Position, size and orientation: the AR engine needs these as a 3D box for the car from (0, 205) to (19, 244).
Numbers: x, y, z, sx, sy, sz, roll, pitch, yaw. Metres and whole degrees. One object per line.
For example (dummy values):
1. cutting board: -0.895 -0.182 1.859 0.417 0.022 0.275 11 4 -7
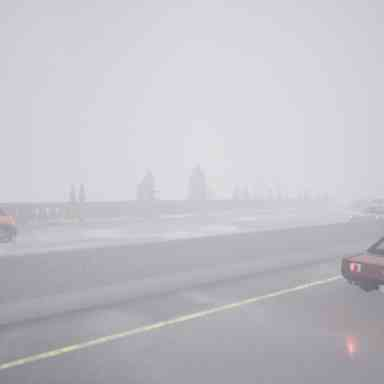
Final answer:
1. car: -9.968 1.351 14.088 4.553 1.767 2.097 0 0 -36

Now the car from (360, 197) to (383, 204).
1. car: 18.746 1.420 33.197 2.097 1.767 4.553 0 0 41

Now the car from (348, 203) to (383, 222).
1. car: 12.115 1.628 21.777 4.718 1.301 1.895 0 0 -40

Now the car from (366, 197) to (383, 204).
1. car: 38.584 1.803 70.424 2.033 1.411 5.357 0 0 15

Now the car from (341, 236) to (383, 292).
1. car: 5.596 1.607 7.742 4.718 1.301 1.895 0 0 -36

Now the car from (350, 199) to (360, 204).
1. car: 21.165 1.609 41.717 1.837 1.490 4.892 0 0 36
